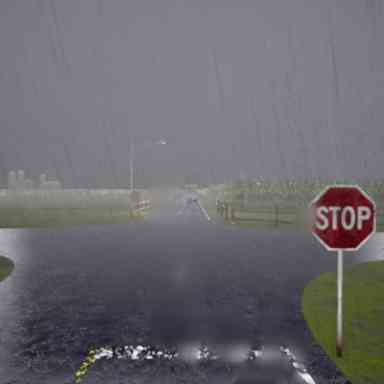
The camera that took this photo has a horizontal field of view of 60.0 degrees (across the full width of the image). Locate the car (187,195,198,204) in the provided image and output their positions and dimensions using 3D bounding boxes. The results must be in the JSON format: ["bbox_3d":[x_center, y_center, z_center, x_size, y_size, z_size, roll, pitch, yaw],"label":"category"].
[{"bbox_3d":[0.131,1.376,63.441,2.097,1.767,4.553,0,0,0],"label":"car"}]

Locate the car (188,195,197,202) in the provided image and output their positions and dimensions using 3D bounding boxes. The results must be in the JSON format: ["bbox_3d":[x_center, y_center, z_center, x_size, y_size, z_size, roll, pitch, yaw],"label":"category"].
[{"bbox_3d":[0.152,1.405,73.509,1.994,1.385,4.181,0,0,0],"label":"car"}]
